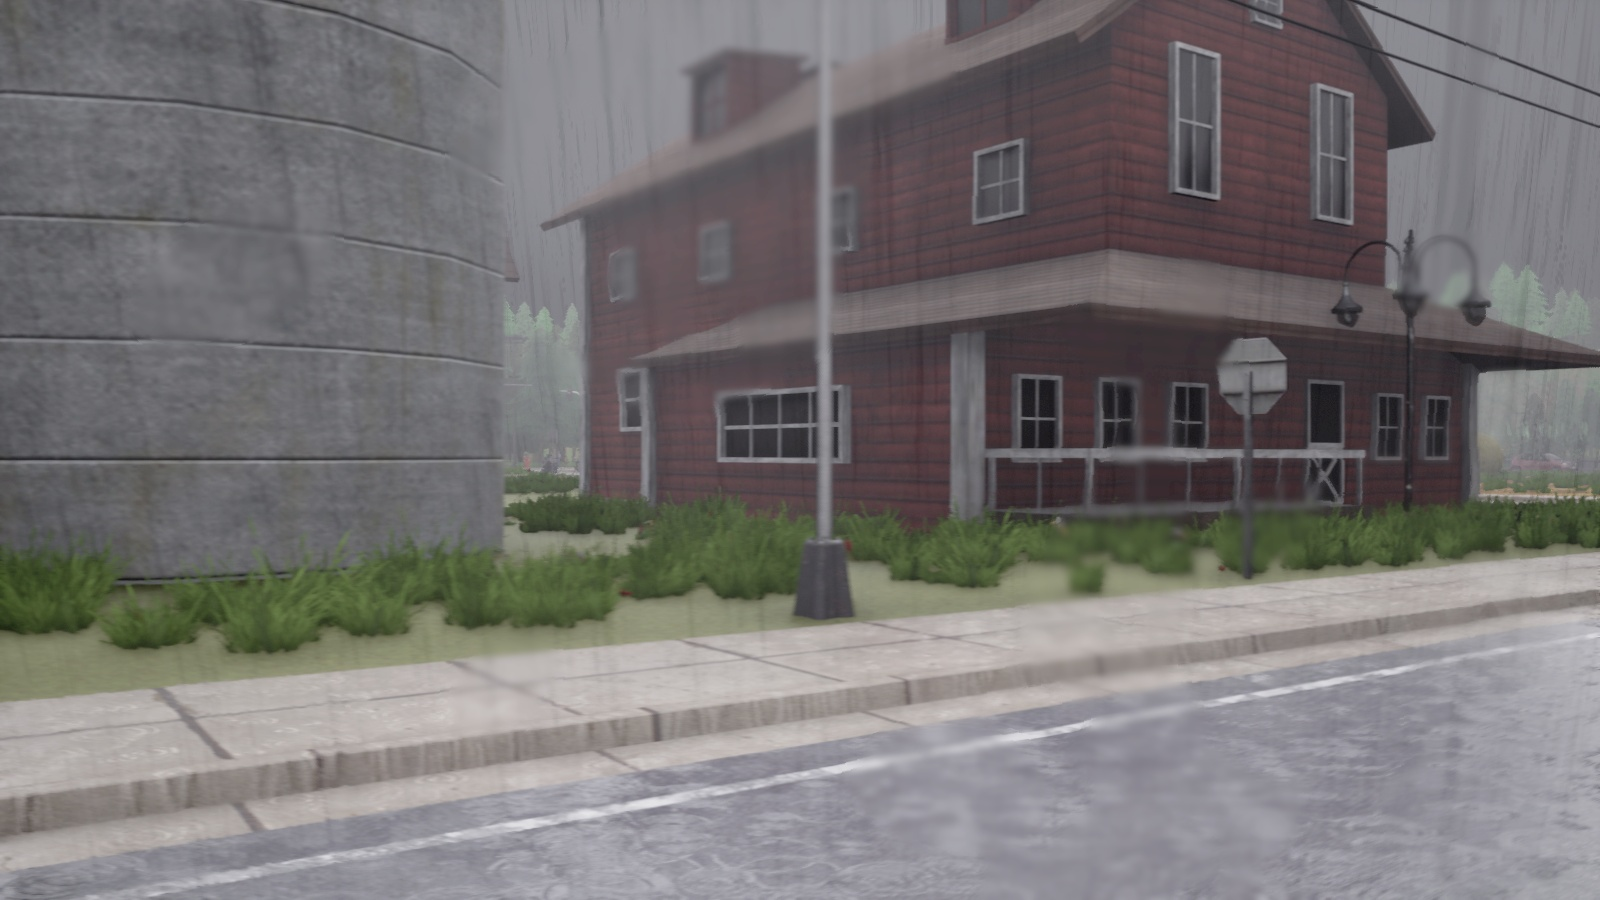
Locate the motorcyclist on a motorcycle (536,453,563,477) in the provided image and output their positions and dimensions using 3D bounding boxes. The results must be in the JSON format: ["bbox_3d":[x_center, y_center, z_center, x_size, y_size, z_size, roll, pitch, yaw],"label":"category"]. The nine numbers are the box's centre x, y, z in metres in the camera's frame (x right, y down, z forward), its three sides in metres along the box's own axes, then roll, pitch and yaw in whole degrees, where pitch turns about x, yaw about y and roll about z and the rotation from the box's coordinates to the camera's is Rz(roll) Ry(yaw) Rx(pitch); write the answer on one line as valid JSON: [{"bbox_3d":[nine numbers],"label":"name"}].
[{"bbox_3d":[-16.436,0.984,82.435,0.866,1.530,2.191,0,1,-36],"label":"motorcyclist on a motorcycle"}]
